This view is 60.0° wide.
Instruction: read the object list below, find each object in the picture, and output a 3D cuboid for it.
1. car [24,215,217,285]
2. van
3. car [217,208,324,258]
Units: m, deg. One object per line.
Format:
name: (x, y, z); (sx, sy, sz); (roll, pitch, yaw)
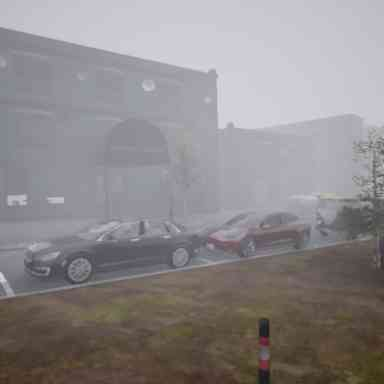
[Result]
car: (-1.952, 1.424, 9.322); (4.892, 1.521, 2.231); (1, 0, -37)
van: (7.827, 1.195, 16.317); (4.442, 1.987, 1.878); (1, 0, -38)
car: (2.531, 1.453, 12.527); (4.792, 1.488, 2.163); (1, 0, -37)
